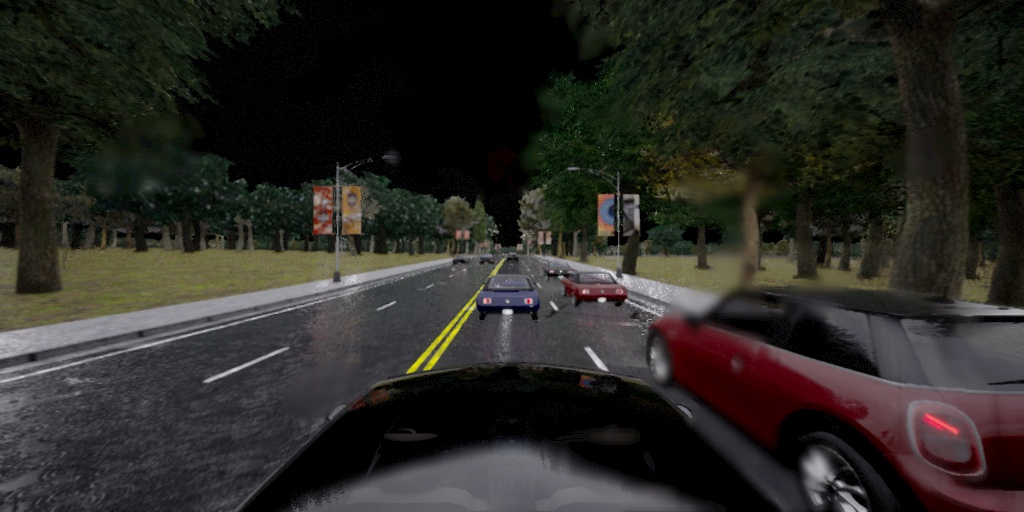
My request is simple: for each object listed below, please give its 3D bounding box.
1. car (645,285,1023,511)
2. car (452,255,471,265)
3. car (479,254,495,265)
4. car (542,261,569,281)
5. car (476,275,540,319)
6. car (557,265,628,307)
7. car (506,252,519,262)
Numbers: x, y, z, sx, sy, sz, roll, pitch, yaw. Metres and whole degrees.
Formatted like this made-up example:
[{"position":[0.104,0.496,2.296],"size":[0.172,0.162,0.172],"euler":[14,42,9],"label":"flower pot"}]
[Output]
[{"position":[3.251,1.106,4.103],"size":[2.097,1.767,4.553],"euler":[0,0,0],"label":"car"},{"position":[-6.529,0.513,46.509],"size":[1.895,1.301,4.718],"euler":[0,1,1],"label":"car"},{"position":[-3.265,0.429,47.799],"size":[2.033,1.411,5.357],"euler":[0,1,1],"label":"car"},{"position":[3.255,1.024,26.150],"size":[1.895,1.301,4.718],"euler":[0,1,0],"label":"car"},{"position":[-0.090,1.311,12.642],"size":[1.895,1.301,4.718],"euler":[0,1,1],"label":"car"},{"position":[3.253,1.274,15.153],"size":[1.895,1.301,4.718],"euler":[0,1,0],"label":"car"},{"position":[0.102,0.123,59.186],"size":[1.837,1.490,4.892],"euler":[0,1,0],"label":"car"}]
